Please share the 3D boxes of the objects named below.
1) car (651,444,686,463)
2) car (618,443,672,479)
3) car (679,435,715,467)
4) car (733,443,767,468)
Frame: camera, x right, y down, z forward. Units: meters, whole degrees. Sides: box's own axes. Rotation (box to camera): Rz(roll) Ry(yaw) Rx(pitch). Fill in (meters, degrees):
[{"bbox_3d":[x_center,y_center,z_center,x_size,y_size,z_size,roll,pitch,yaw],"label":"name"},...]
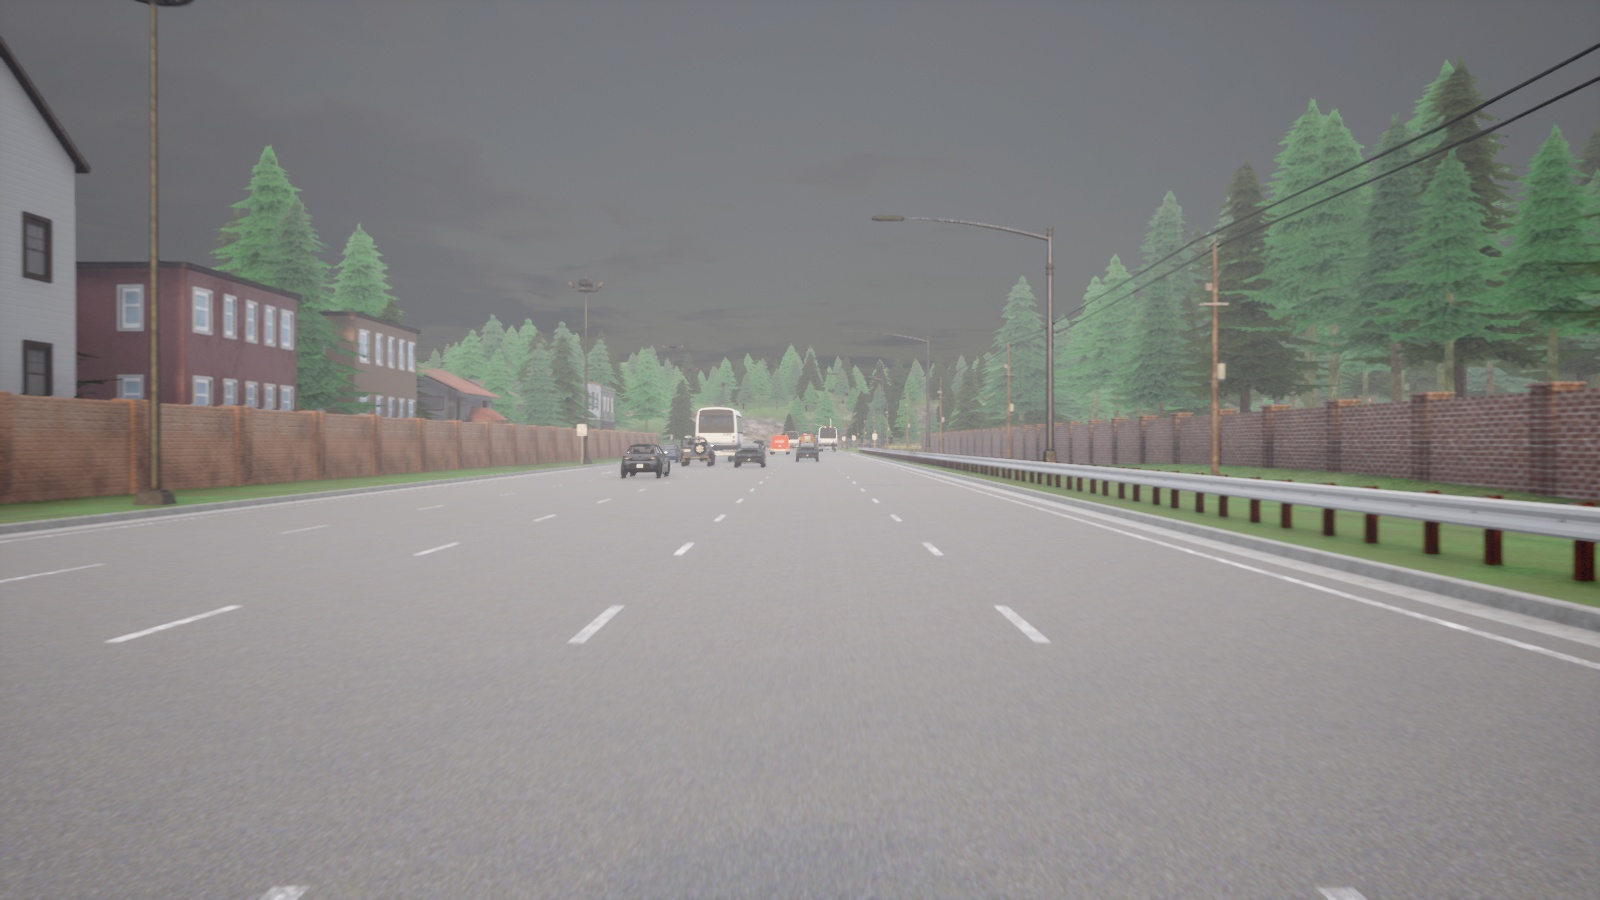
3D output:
[{"bbox_3d":[-9.944,0.255,95.297,2.033,1.411,5.357,0,0,0],"label":"car"},{"bbox_3d":[-6.675,0.451,54.538,1.816,1.474,4.193,0,0,0],"label":"car"},{"bbox_3d":[-6.523,0.099,80.217,1.932,1.855,4.605,0,-3,0],"label":"car"},{"bbox_3d":[-3.047,0.319,77.159,1.837,1.490,4.892,0,0,0],"label":"car"}]
